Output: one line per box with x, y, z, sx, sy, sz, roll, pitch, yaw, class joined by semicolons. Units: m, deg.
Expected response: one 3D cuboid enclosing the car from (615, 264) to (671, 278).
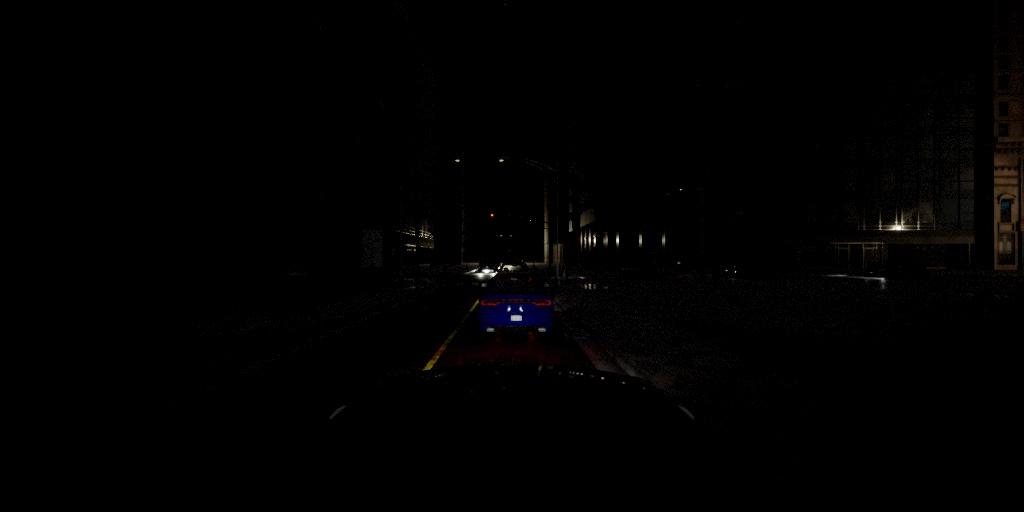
12.045;1.371;33.342;4.718;1.301;1.895;0;0;3;car

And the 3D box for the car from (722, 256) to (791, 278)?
22.720;0.985;33.351;5.566;2.045;2.150;0;0;0;car

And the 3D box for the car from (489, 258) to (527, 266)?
0.152;1.107;19.325;2.097;1.767;4.553;0;0;2;car

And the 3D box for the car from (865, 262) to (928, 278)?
35.753;1.269;33.343;4.674;1.442;1.812;0;0;0;car

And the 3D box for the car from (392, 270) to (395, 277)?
-12.729;1.288;30.196;5.357;1.411;2.033;0;0;-4;car

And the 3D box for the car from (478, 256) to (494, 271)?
-3.107;1.000;45.870;2.150;2.045;5.566;0;0;-2;car

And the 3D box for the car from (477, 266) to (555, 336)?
0.099;1.229;10.456;1.882;1.535;5.008;0;0;0;car
